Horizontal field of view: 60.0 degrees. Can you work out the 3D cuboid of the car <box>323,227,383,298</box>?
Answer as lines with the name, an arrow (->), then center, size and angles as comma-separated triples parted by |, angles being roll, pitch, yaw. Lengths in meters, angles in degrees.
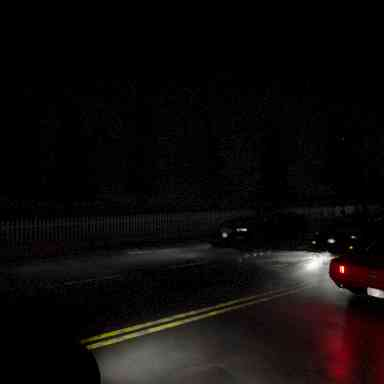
car -> 5.254, 1.601, 7.519 | 4.718, 1.301, 1.895 | 0, 0, -35

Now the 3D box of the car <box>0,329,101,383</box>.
car -> -2.819, 1.526, 1.759 | 4.674, 1.442, 1.812 | 0, 0, -36

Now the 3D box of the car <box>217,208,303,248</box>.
car -> 3.328, 1.491, 14.977 | 4.902, 1.511, 2.128 | 0, 0, -36

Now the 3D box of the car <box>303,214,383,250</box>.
car -> 6.579, 1.564, 12.997 | 4.181, 1.385, 1.994 | 0, 0, -36
